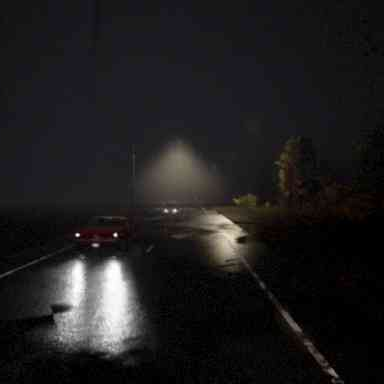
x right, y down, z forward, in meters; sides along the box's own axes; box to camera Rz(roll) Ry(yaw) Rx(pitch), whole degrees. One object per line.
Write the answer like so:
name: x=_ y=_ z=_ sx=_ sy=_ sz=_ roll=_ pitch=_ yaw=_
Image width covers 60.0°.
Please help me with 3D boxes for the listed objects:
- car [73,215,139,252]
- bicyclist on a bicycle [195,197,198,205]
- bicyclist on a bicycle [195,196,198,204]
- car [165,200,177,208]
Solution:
car: x=-3.598 y=1.712 z=14.682 sx=1.895 sy=1.301 sz=4.718 roll=0 pitch=0 yaw=0
bicyclist on a bicycle: x=0.969 y=1.963 z=70.153 sx=0.866 sy=1.612 sz=1.509 roll=0 pitch=0 yaw=0
bicyclist on a bicycle: x=0.975 y=1.965 z=79.150 sx=0.659 sy=1.776 sz=1.843 roll=0 pitch=0 yaw=0
car: x=-3.539 y=2.029 z=57.019 sx=1.895 sy=1.301 sz=4.718 roll=0 pitch=0 yaw=1
